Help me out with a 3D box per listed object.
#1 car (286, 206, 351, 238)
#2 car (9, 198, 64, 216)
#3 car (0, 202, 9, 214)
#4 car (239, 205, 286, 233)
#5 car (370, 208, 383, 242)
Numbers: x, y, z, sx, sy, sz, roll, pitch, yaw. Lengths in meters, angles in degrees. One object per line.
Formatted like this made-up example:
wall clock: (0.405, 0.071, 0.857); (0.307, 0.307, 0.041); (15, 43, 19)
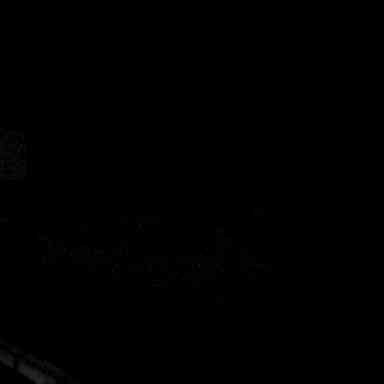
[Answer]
car: (7.023, 1.459, 17.531); (2.231, 1.521, 4.892); (0, 0, 36)
car: (-15.420, 1.376, 33.617); (2.185, 1.767, 4.553); (0, 0, 35)
car: (-18.041, 1.549, 35.400); (2.002, 1.452, 4.674); (0, 0, 35)
car: (4.360, 1.503, 19.438); (2.002, 1.452, 4.674); (0, 0, 36)
car: (9.693, 1.453, 15.637); (2.097, 1.535, 5.008); (0, 0, 36)
